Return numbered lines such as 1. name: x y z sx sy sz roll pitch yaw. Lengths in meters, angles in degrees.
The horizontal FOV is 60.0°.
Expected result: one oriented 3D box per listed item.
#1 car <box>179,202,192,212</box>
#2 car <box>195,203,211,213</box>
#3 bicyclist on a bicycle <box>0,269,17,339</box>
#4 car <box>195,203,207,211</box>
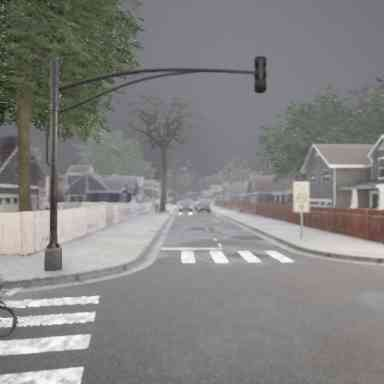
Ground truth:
1. car: -1.027 2.394 55.078 2.097 1.767 4.553 0 -1 -1
2. car: 1.829 2.475 50.943 1.837 1.490 4.892 0 -1 -1
3. bicyclist on a bicycle: -3.487 1.488 5.108 1.509 1.612 0.866 0 -1 -11
4. car: 1.563 2.727 61.359 1.994 1.385 4.181 0 -1 -1
